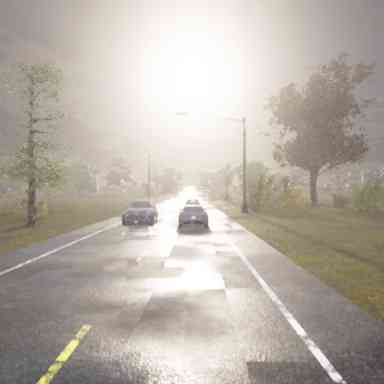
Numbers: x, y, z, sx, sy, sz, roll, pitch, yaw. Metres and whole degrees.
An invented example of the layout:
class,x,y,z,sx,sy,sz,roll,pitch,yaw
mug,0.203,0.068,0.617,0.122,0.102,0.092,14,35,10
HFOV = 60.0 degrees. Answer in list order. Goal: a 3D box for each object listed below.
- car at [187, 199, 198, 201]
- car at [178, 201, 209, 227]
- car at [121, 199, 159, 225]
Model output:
class,x,y,z,sx,sy,sz,roll,pitch,yaw
car,0.087,1.531,40.712,2.033,1.411,5.357,0,0,0
car,0.093,1.557,22.683,1.994,1.385,4.181,0,0,0
car,-3.605,1.345,23.685,2.097,1.767,4.553,0,0,0
